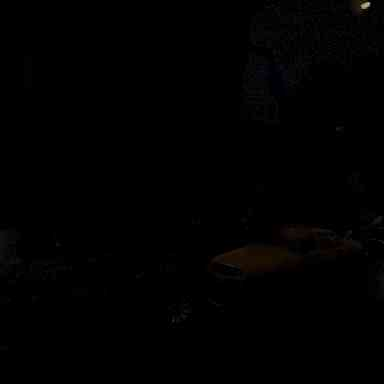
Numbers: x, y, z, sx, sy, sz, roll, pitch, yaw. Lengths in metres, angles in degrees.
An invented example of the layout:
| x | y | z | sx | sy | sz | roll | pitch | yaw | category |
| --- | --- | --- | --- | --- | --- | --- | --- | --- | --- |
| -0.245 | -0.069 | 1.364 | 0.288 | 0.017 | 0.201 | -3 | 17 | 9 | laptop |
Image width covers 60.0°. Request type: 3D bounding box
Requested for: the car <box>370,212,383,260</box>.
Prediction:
| x | y | z | sx | sy | sz | roll | pitch | yaw | category |
| --- | --- | --- | --- | --- | --- | --- | --- | --- | --- |
| 7.109 | 1.439 | 11.745 | 4.097 | 1.590 | 1.967 | 0 | 0 | -36 | car |

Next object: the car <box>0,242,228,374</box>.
| x | y | z | sx | sy | sz | roll | pitch | yaw | category |
| --- | --- | --- | --- | --- | --- | --- | --- | --- | --- |
| -1.734 | 1.566 | 5.414 | 4.313 | 1.339 | 1.947 | 0 | 0 | -36 | car |

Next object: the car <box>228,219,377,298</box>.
| x | y | z | sx | sy | sz | roll | pitch | yaw | category |
| --- | --- | --- | --- | --- | --- | --- | --- | --- | --- |
| 2.549 | 1.525 | 8.481 | 4.829 | 1.417 | 1.752 | 0 | 0 | -36 | car |
